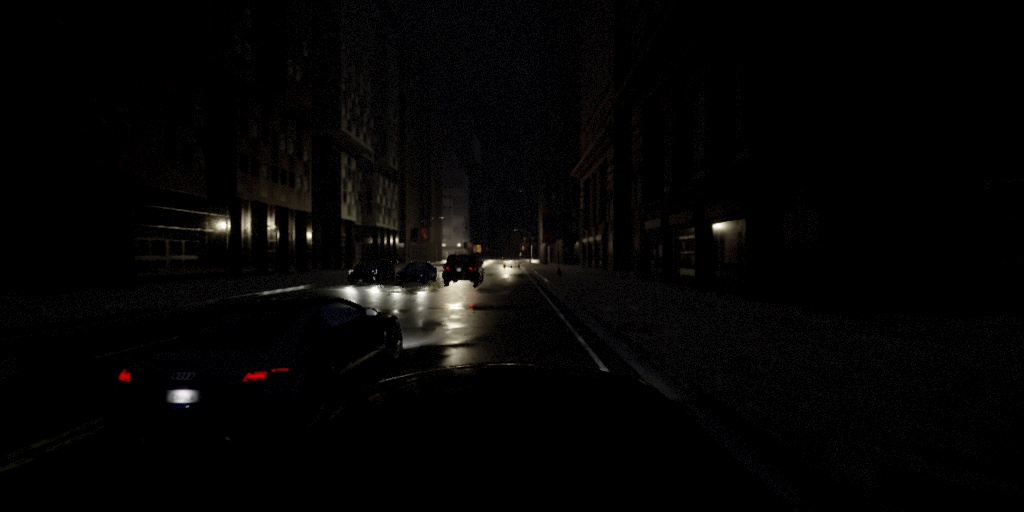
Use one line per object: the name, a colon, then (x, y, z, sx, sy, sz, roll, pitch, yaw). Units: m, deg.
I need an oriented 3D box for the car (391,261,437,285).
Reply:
car: (-6.601, 1.150, 25.269, 1.882, 1.535, 5.008, 0, 0, 0)

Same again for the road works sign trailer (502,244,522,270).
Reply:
road works sign trailer: (-0.008, 0.068, 49.640, 2.380, 3.560, 2.880, 0, 0, 0)

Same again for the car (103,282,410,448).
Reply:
car: (-3.150, 1.302, 5.439, 1.994, 1.385, 4.181, 0, 0, 0)

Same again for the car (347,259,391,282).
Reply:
car: (-9.851, 1.023, 25.569, 2.097, 1.767, 4.553, 0, 0, 0)

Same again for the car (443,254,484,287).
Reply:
car: (-3.152, 0.898, 23.950, 2.150, 2.045, 5.566, 0, 0, 0)
